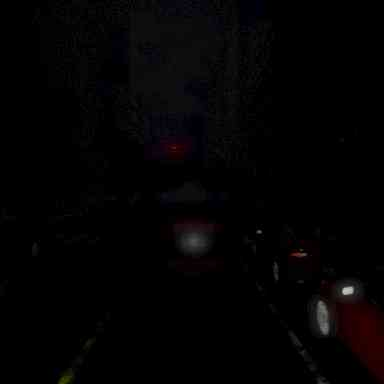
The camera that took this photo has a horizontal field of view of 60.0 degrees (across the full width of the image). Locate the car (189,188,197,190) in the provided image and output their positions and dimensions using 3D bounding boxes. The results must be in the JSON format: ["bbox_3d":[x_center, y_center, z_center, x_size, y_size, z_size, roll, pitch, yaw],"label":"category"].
[{"bbox_3d":[0.454,0.203,83.176,2.150,2.045,5.566,0,1,0],"label":"car"}]

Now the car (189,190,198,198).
[{"bbox_3d":[0.390,0.726,73.181,1.895,1.301,4.718,0,1,0],"label":"car"}]

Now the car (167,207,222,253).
[{"bbox_3d":[0.100,1.337,12.843,2.128,1.511,4.902,0,1,1],"label":"car"}]

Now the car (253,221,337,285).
[{"bbox_3d":[2.790,1.436,9.015,1.887,1.381,4.507,-1,1,0],"label":"car"}]

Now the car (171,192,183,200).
[{"bbox_3d":[-2.705,0.780,62.690,1.812,1.442,4.674,0,1,1],"label":"car"}]

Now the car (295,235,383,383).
[{"bbox_3d":[2.767,1.502,3.510,1.887,1.381,4.507,-1,1,0],"label":"car"}]

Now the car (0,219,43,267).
[{"bbox_3d":[-5.735,1.434,9.052,1.887,1.381,4.507,-1,1,0],"label":"car"}]
